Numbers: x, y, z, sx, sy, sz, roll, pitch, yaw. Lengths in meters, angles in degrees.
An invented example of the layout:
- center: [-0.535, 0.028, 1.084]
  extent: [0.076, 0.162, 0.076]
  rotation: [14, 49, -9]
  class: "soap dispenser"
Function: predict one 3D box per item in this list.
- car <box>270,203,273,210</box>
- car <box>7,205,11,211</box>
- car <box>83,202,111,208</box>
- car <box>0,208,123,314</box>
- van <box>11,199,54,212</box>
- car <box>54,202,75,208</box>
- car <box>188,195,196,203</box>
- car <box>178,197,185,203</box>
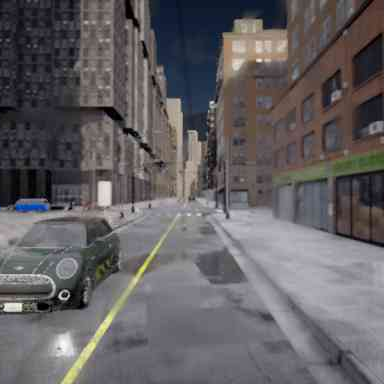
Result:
- center: [12.120, 1.791, 42.078]
  extent: [4.313, 1.339, 1.947]
  rotation: [0, -1, 0]
  class: "car"
- center: [-25.751, 2.199, 50.649]
  extent: [4.403, 1.369, 2.008]
  rotation: [0, -1, 0]
  class: "car"
- center: [-14.453, 2.152, 50.635]
  extent: [4.206, 1.307, 1.802]
  rotation: [0, -1, 0]
  class: "car"
- center: [-3.097, 1.426, 8.016]
  extent: [2.097, 1.767, 4.553]
  rotation: [0, -1, 0]
  class: "car"
- center: [-20.106, 1.800, 42.121]
  extent: [3.998, 1.788, 1.690]
  rotation: [0, -1, 0]
  class: "van"
- center: [-20.102, 2.175, 50.642]
  extent: [4.313, 1.339, 1.947]
  rotation: [0, -1, 0]
  class: "car"
- center: [0.030, 1.782, 88.669]
  extent: [2.150, 2.045, 5.566]
  rotation: [0, 0, 0]
  class: "car"
- center: [-2.968, 2.240, 94.278]
  extent: [2.128, 1.511, 4.902]
  rotation: [0, 0, 0]
  class: "car"
